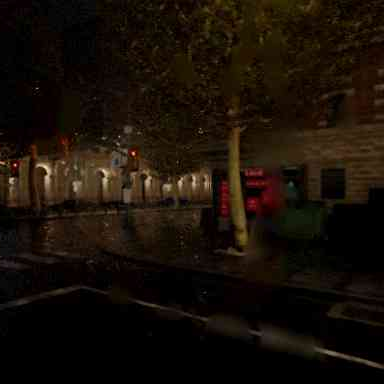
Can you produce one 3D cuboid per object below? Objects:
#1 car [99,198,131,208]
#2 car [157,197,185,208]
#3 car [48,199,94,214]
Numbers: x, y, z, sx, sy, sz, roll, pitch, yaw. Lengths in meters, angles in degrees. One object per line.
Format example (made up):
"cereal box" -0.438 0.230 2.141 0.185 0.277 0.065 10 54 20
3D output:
"car" -11.295 1.580 48.699 1.895 1.301 4.718 0 0 36
"car" -3.001 1.465 48.811 1.882 1.535 5.008 0 0 36
"car" -12.774 1.492 35.286 1.837 1.490 4.892 0 0 36
